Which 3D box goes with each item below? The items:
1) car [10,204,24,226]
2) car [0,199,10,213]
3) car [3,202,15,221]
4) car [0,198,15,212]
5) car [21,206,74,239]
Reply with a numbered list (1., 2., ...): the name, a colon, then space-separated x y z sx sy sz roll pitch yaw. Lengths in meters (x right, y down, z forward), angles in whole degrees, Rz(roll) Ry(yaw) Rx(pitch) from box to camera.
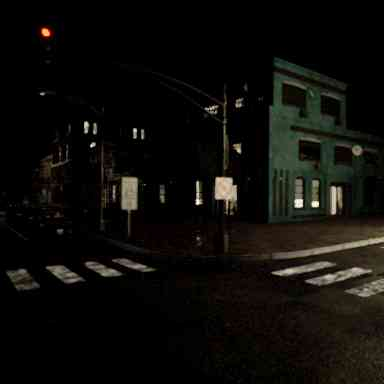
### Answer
1. car: -10.892 1.735 22.754 1.947 1.339 4.313 1 -1 -35
2. car: -24.208 1.719 41.833 1.967 1.590 4.097 1 -1 -35
3. car: -14.014 1.777 27.258 1.802 1.307 4.206 1 -1 -35
4. car: -21.019 1.568 37.290 2.192 1.841 5.009 1 -1 -35
5. car: -7.770 1.695 18.248 2.008 1.369 4.403 1 -1 -35
